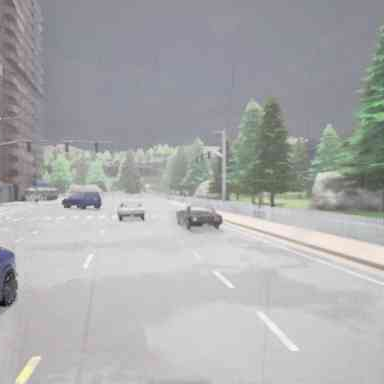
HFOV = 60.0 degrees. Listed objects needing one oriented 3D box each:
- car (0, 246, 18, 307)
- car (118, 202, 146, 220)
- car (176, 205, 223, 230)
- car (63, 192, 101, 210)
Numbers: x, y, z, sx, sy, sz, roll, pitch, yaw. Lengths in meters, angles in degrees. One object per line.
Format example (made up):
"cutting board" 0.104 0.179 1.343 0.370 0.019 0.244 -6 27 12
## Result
"car" -4.215 1.508 5.055 1.812 1.442 4.674 0 1 -9
"car" -4.794 1.401 25.960 1.895 1.301 4.718 -1 1 -14
"car" 0.279 1.423 19.553 1.895 1.301 4.718 0 1 -12
"car" -13.012 0.991 39.286 5.566 2.045 2.150 0 0 39
